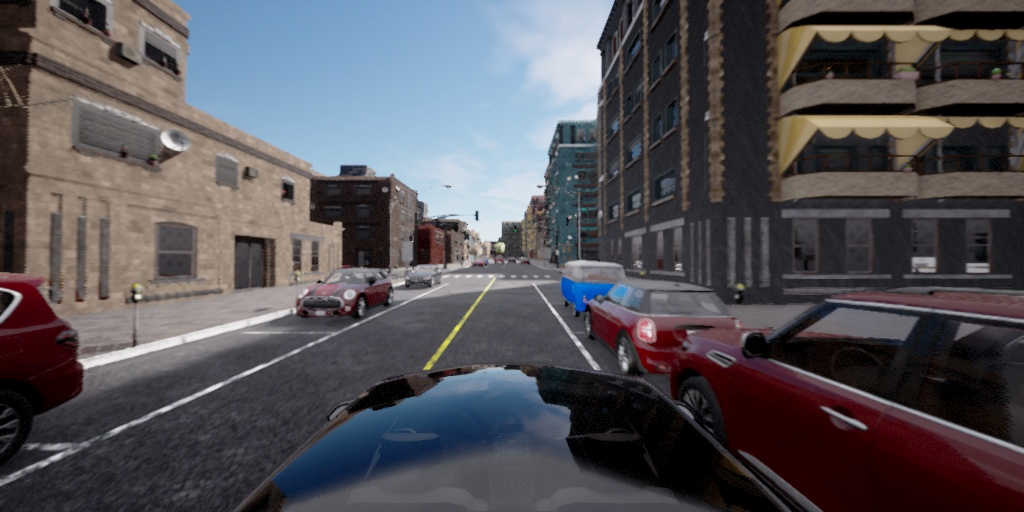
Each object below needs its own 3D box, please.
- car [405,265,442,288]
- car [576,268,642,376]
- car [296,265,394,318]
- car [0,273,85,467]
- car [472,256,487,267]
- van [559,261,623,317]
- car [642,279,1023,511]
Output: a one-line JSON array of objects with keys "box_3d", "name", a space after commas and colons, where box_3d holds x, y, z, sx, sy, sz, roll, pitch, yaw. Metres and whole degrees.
[{"box_3d": [-5.684, 1.258, 23.447, 2.007, 1.370, 4.403, 0, 0, 0], "name": "car"}, {"box_3d": [2.693, 1.179, 7.216, 1.967, 1.591, 4.097, 0, 0, 0], "name": "car"}, {"box_3d": [-5.686, 1.168, 12.633, 1.967, 1.591, 4.097, 0, 0, 0], "name": "car"}, {"box_3d": [-5.689, 1.065, 1.819, 2.192, 1.841, 5.009, 0, 0, 0], "name": "car"}, {"box_3d": [-5.750, 1.175, 61.403, 1.888, 1.381, 4.507, 0, 0, 0], "name": "car"}, {"box_3d": [2.695, 1.069, 12.624, 1.690, 1.789, 3.998, 0, 0, 0], "name": "van"}, {"box_3d": [2.692, 1.064, 1.809, 2.192, 1.841, 5.009, 0, 0, 0], "name": "car"}]
